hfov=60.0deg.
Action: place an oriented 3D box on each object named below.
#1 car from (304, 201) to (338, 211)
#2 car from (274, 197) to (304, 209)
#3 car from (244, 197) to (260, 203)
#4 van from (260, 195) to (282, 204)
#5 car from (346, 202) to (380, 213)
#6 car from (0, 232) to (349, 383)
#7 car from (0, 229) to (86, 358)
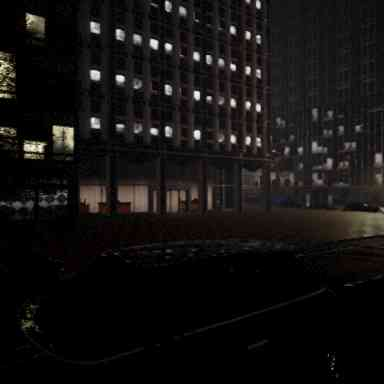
[{"bbox_3d":[18.979,1.979,48.147,1.802,1.307,4.206,0,0,-34],"label":"car"},{"bbox_3d":[15.808,1.917,52.864,1.947,1.339,4.313,0,0,-34],"label":"car"},{"bbox_3d":[13.104,1.770,71.692,1.802,1.307,4.206,0,0,-34],"label":"car"},{"bbox_3d":[16.325,1.575,67.006,1.690,1.788,3.998,0,0,-34],"label":"van"},{"bbox_3d":[22.184,2.008,43.451,1.947,1.339,4.313,0,0,-34],"label":"car"},{"bbox_3d":[-0.448,1.374,3.369,4.553,1.767,2.097,1,-1,-36],"label":"car"},{"bbox_3d":[-4.281,1.485,4.630,4.902,1.511,2.128,1,-1,-35],"label":"car"}]
